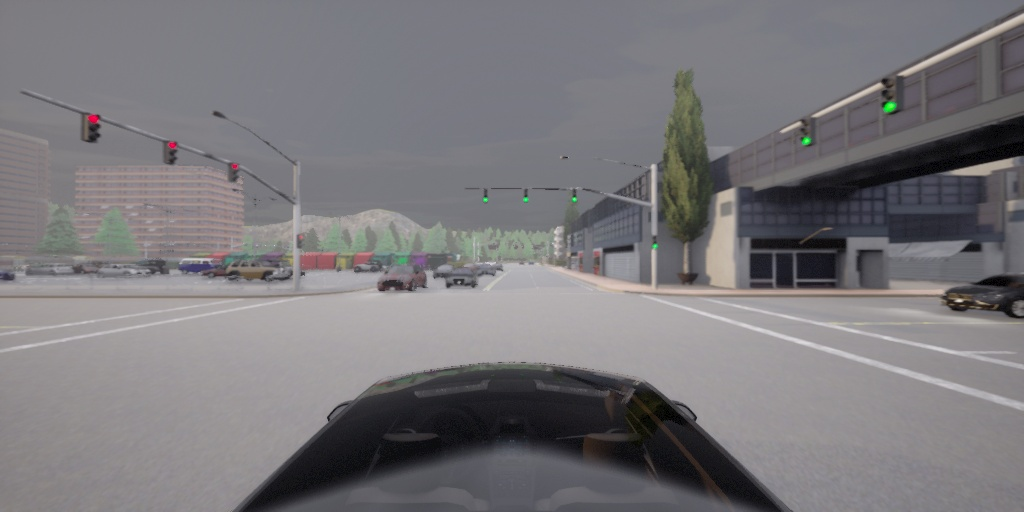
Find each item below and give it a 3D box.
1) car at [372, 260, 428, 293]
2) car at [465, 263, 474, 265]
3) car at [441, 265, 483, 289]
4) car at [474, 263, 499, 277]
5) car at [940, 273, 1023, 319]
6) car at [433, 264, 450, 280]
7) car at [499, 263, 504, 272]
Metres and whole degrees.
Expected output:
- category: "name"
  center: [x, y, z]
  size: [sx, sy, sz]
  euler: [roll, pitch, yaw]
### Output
- category: "car"
  center: [-6.937, 1.339, 23.101]
  size: [2.097, 1.767, 4.553]
  euler: [0, -1, 1]
- category: "car"
  center: [-6.116, 1.781, 52.057]
  size: [1.882, 1.535, 5.008]
  euler: [0, -1, 2]
- category: "car"
  center: [-3.502, 1.578, 25.802]
  size: [1.994, 1.385, 4.181]
  euler: [0, -1, 1]
- category: "car"
  center: [-3.017, 1.762, 42.583]
  size: [1.994, 1.385, 4.181]
  euler: [0, -1, 2]
- category: "car"
  center: [18.534, 1.368, 12.906]
  size: [4.892, 1.490, 1.837]
  euler: [0, -1, 1]
- category: "car"
  center: [-6.727, 1.617, 36.997]
  size: [1.882, 1.535, 5.008]
  euler: [0, 0, 2]
- category: "car"
  center: [-2.353, 1.936, 60.082]
  size: [2.033, 1.411, 5.357]
  euler: [0, -1, 2]
